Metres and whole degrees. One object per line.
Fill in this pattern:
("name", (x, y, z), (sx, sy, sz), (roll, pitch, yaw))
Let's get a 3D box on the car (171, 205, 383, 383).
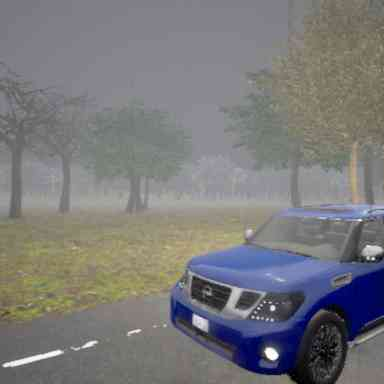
("car", (2.354, 1.266, 5.666), (5.566, 2.045, 2.150), (1, 0, -35))
